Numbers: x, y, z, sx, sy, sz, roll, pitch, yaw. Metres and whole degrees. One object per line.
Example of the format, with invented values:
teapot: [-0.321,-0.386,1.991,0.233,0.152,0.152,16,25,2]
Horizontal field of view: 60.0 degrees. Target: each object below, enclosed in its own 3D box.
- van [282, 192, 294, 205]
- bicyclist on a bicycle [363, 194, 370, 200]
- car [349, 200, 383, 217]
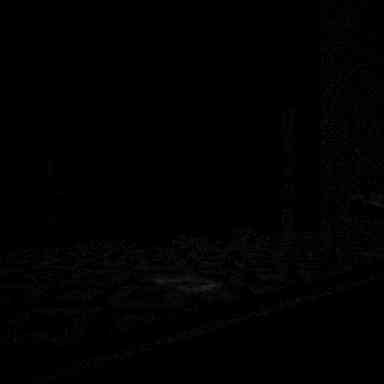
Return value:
van: [12.289,0.930,46.600,1.690,1.788,3.998,1,0,-36]
bicyclist on a bicycle: [20.878,1.030,39.656,1.656,1.620,0.582,0,1,-36]
car: [14.856,1.367,28.326,2.008,1.369,4.403,1,0,-36]
